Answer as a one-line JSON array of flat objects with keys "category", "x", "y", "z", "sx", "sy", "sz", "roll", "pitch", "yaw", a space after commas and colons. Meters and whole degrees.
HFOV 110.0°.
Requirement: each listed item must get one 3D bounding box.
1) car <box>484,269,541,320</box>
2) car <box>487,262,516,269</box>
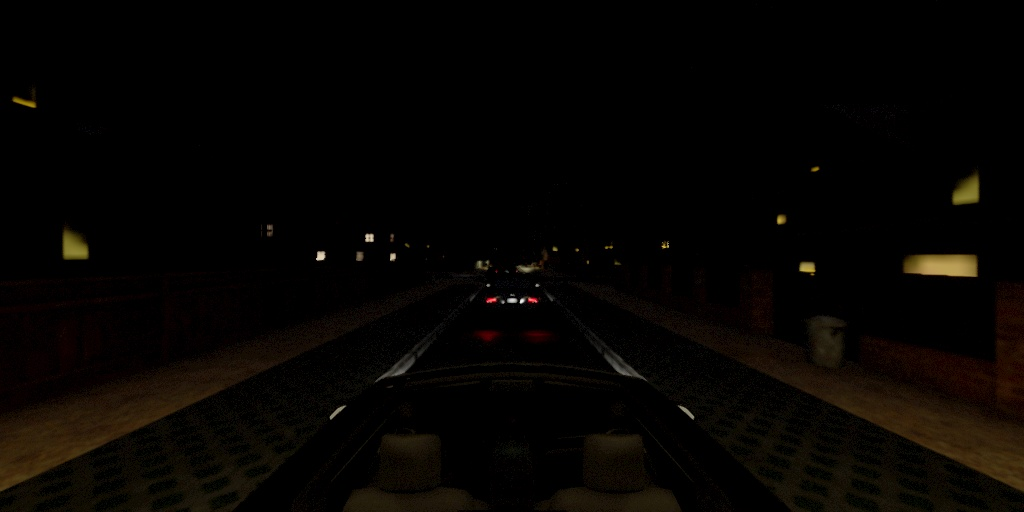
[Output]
[{"category": "car", "x": 0.023, "y": 1.353, "z": 12.906, "sx": 2.033, "sy": 1.411, "sz": 5.357, "roll": 0, "pitch": 0, "yaw": 0}, {"category": "car", "x": -0.887, "y": 1.273, "z": 29.584, "sx": 2.097, "sy": 1.767, "sz": 4.553, "roll": 1, "pitch": -1, "yaw": -13}]
